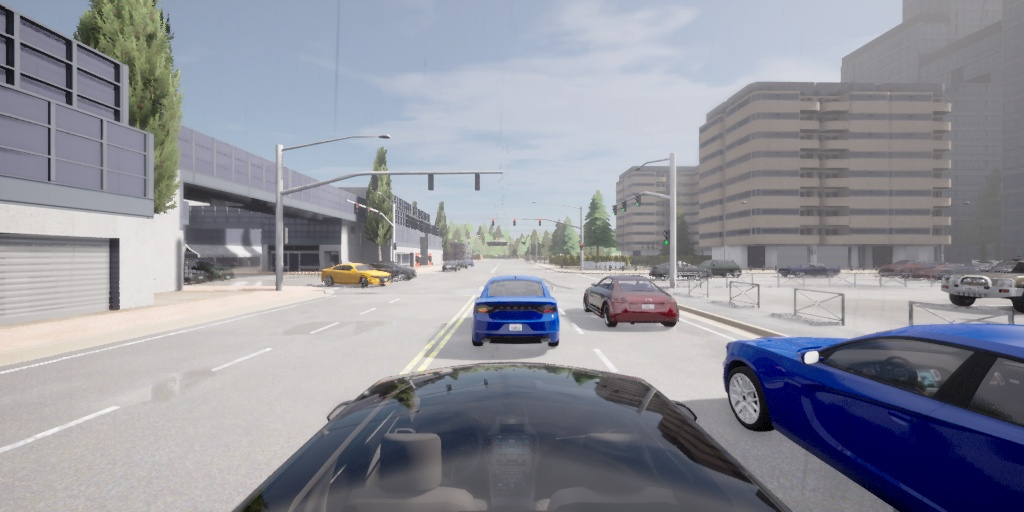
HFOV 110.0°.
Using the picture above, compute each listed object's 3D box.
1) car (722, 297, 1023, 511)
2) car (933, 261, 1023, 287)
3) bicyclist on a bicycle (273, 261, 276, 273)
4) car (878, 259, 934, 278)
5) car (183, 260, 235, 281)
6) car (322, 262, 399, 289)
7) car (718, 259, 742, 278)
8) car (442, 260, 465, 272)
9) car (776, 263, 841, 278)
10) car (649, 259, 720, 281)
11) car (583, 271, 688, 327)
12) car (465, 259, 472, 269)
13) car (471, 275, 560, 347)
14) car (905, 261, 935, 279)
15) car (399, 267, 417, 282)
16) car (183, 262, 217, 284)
[{"bbox_3d":[3.602,1.228,2.546,1.882,1.535,5.008,0,0,0],"label":"car"},{"bbox_3d":[35.138,1.295,26.514,5.357,1.411,2.033,0,0,-1],"label":"car"},{"bbox_3d":[-25.855,1.050,39.601,0.582,1.620,1.656,0,0,-1],"label":"bicyclist on a bicycle"},{"bbox_3d":[37.457,1.100,33.749,4.553,1.767,2.097,0,0,-1],"label":"car"},{"bbox_3d":[-24.526,1.100,28.135,4.553,1.767,2.097,0,0,-1],"label":"car"},{"bbox_3d":[-10.131,1.226,23.409,5.008,1.535,1.882,0,-1,25],"label":"car"},{"bbox_3d":[18.674,1.100,33.369,4.553,1.767,2.097,0,0,-1],"label":"car"},{"bbox_3d":[-7.866,1.238,46.786,2.128,1.511,4.902,0,0,0],"label":"car"},{"bbox_3d":[27.661,1.348,33.558,4.718,1.301,1.895,0,0,-1],"label":"car"},{"bbox_3d":[13.860,1.239,29.548,4.902,1.511,2.128,0,0,-1],"label":"car"},{"bbox_3d":[3.598,1.313,11.529,1.994,1.385,4.181,0,0,0],"label":"car"},{"bbox_3d":[-8.008,1.310,56.746,1.994,1.385,4.181,0,0,-1],"label":"car"},{"bbox_3d":[0.091,1.227,9.396,1.882,1.535,5.008,0,0,0],"label":"car"},{"bbox_3d":[36.320,1.312,30.039,4.181,1.385,1.994,0,0,-1],"label":"car"},{"bbox_3d":[-10.049,1.255,28.421,4.892,1.490,1.837,-1,0,-2],"label":"car"},{"bbox_3d":[-23.402,1.312,24.651,4.181,1.385,1.994,0,0,-1],"label":"car"}]
